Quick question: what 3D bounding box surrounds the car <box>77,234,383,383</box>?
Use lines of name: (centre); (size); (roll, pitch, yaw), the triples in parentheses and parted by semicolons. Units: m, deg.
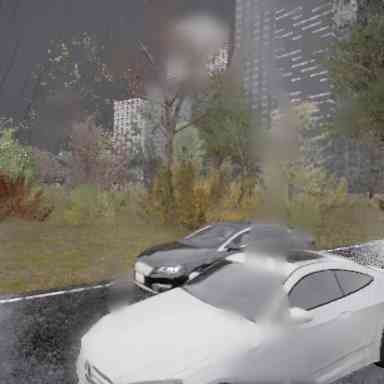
car: (0.993, 1.525, 4.246); (4.674, 1.442, 1.812); (0, 0, -33)

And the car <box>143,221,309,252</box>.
car: (0.990, 1.491, 8.140); (4.902, 1.511, 2.128); (0, 0, -33)
